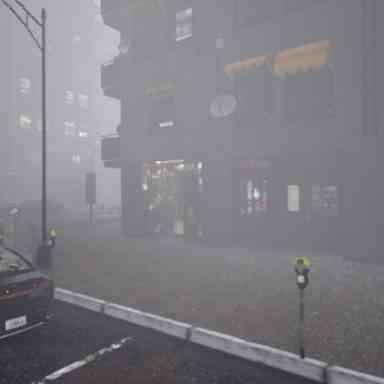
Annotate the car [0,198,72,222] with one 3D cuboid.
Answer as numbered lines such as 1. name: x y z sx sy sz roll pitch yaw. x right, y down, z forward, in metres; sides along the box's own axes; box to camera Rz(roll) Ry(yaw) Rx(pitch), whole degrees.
1. car: -11.616 1.290 24.430 2.097 1.767 4.553 0 1 34

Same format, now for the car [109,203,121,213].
1. car: -5.611 1.340 33.052 2.033 1.411 5.357 0 1 35

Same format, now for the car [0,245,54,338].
1. car: -4.208 1.591 5.878 4.403 1.369 2.008 0 0 36

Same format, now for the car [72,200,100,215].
1. car: -10.674 1.404 30.316 1.752 1.417 4.829 1 1 35
